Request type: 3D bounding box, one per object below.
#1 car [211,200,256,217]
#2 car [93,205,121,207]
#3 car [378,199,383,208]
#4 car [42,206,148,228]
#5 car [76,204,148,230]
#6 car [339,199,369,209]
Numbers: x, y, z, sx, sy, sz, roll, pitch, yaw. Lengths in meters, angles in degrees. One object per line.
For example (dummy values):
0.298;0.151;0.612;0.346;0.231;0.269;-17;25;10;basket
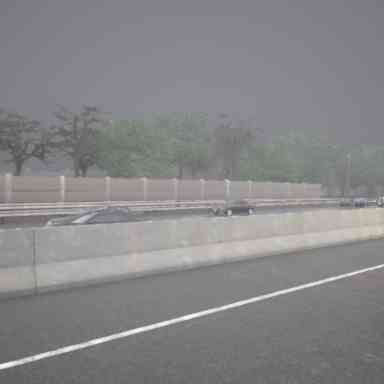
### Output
4.014;1.504;31.678;4.892;1.490;1.837;0;0;-38;car
-5.002;1.489;17.607;4.902;1.511;2.128;0;0;-35;car
26.685;1.391;44.159;4.553;1.767;2.097;0;0;-35;car
-3.994;1.524;14.030;4.674;1.442;1.812;0;0;-35;car
-5.190;1.561;21.764;4.181;1.385;1.994;0;0;-35;car
22.005;1.633;45.160;4.718;1.301;1.895;0;0;-35;car
